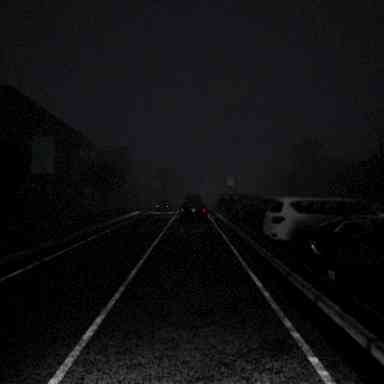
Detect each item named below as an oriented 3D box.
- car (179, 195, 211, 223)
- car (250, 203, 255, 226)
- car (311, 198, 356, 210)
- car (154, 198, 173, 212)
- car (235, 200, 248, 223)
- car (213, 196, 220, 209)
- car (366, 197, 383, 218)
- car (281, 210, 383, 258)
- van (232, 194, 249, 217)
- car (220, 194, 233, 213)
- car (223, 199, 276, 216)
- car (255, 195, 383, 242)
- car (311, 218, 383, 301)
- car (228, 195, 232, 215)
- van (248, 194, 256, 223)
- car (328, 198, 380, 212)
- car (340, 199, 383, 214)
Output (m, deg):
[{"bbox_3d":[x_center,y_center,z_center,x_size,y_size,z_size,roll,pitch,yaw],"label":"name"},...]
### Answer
[{"bbox_3d":[0.101,1.362,25.787,2.097,1.767,4.553,0,0,0],"label":"car"},{"bbox_3d":[5.601,1.467,16.044,5.008,1.535,2.097,0,0,0],"label":"car"},{"bbox_3d":[18.675,1.554,44.024,5.008,1.535,2.097,0,-1,0],"label":"car"},{"bbox_3d":[-3.342,1.551,39.723,1.837,1.490,4.892,0,0,0],"label":"car"},{"bbox_3d":[5.594,1.473,21.650,4.892,1.521,2.231,0,0,0],"label":"car"},{"bbox_3d":[5.626,1.265,38.470,5.566,2.045,2.435,0,0,0],"label":"car"},{"bbox_3d":[18.644,1.358,30.101,4.553,1.767,2.185,0,0,0],"label":"car"},{"bbox_3d":[5.609,1.463,10.433,4.892,1.521,2.231,0,0,0],"label":"car"},{"bbox_3d":[5.481,1.249,24.455,4.442,1.987,1.878,0,0,0],"label":"van"},{"bbox_3d":[5.623,1.232,30.060,5.566,2.045,2.435,0,0,0],"label":"car"},{"bbox_3d":[5.601,1.491,32.864,4.892,1.521,2.231,0,0,0],"label":"car"},{"bbox_3d":[5.638,1.213,13.240,5.566,2.045,2.435,0,0,0],"label":"car"},{"bbox_3d":[5.588,1.491,7.635,4.792,1.488,2.163,0,0,0],"label":"car"},{"bbox_3d":[5.564,1.352,27.259,4.553,1.767,2.185,0,0,0],"label":"car"},{"bbox_3d":[5.719,1.244,18.848,4.442,1.987,1.878,0,0,0],"label":"van"},{"bbox_3d":[18.682,1.515,38.456,5.008,1.535,2.097,0,0,0],"label":"car"},{"bbox_3d":[18.678,1.542,35.669,4.674,1.452,2.002,0,0,0],"label":"car"}]
